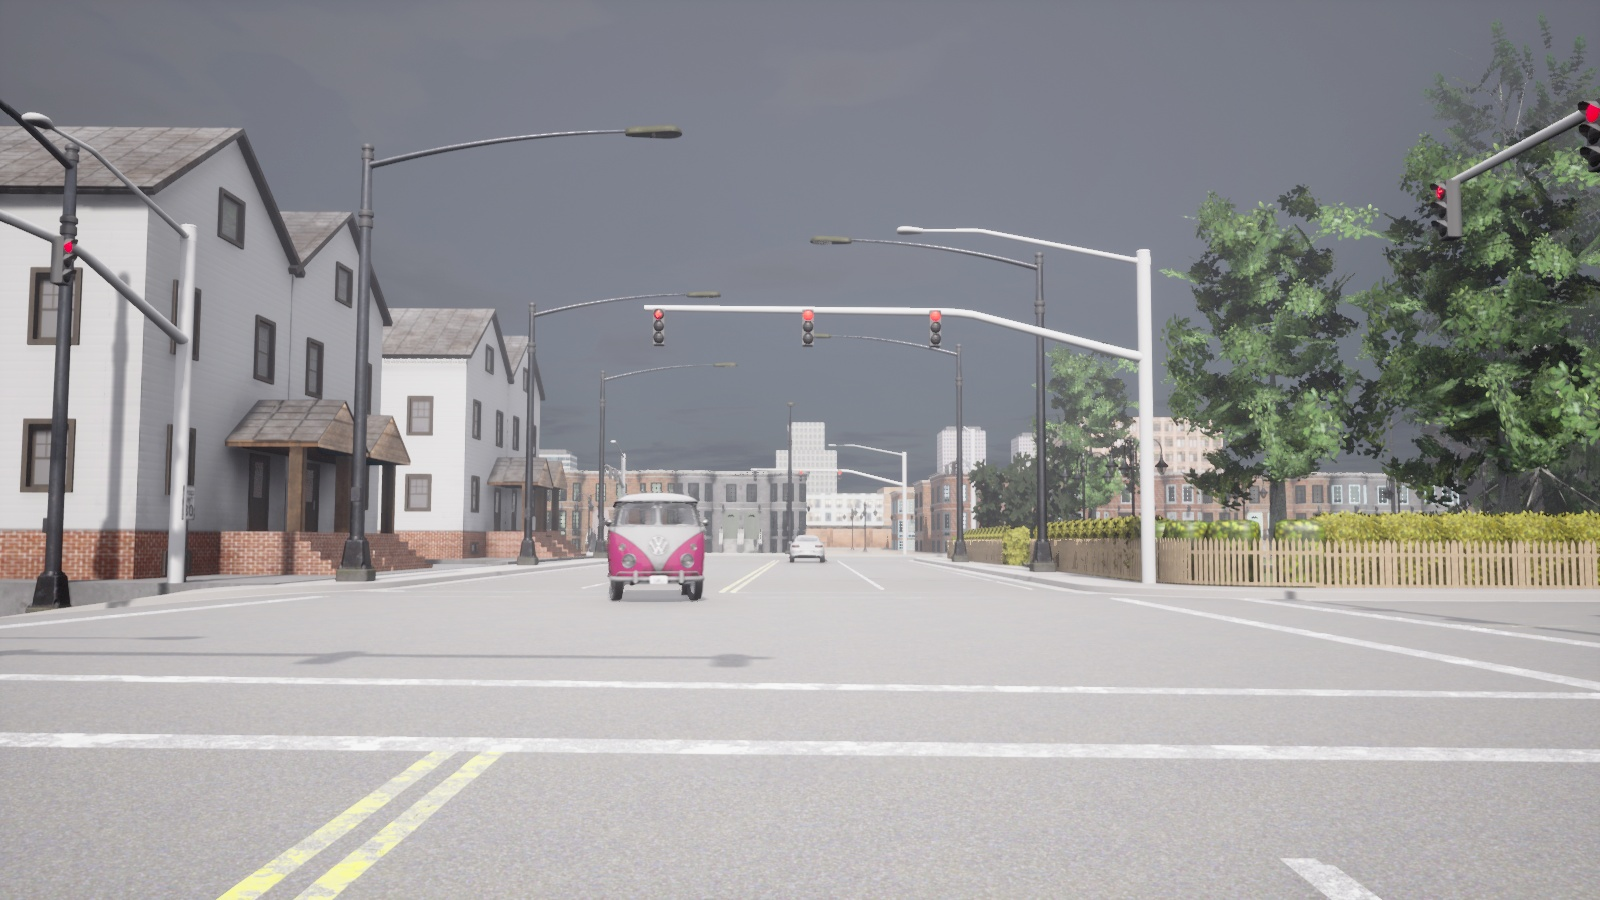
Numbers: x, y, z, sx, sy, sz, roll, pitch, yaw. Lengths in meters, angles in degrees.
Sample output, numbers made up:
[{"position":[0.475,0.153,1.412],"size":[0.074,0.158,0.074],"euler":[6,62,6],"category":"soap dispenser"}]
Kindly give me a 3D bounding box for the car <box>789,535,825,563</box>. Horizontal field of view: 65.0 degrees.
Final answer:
[{"position":[0.373,5.245,66.563],"size":[1.812,1.442,4.674],"euler":[0,-4,0],"category":"car"}]

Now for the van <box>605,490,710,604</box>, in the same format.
[{"position":[-2.838,1.880,24.364],"size":[1.775,1.987,4.442],"euler":[1,-5,-9],"category":"van"}]
